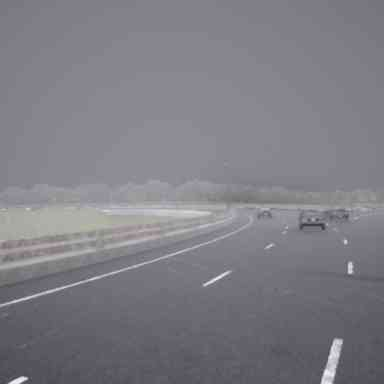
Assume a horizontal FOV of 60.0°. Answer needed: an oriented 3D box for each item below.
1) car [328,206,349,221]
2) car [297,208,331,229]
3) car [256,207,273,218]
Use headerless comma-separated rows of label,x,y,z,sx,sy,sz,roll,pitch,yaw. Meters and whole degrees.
car,15.122,2.226,35.048,2.128,1.511,4.902,-2,-2,12
car,9.519,2.158,26.612,2.033,1.411,5.357,-2,-2,16
car,9.599,2.685,44.211,1.812,1.442,4.674,-1,-2,7
